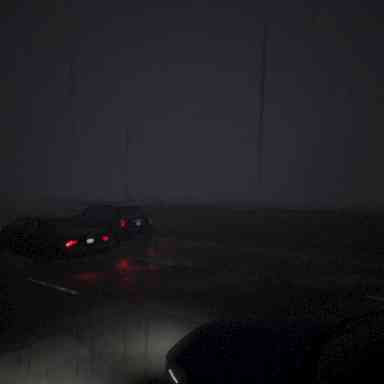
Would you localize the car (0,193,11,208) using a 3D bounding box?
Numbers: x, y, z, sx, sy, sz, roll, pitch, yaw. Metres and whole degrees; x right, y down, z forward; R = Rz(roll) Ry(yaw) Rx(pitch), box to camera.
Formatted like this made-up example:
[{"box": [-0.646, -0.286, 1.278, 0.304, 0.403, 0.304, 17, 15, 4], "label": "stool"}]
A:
[{"box": [-23.796, 1.013, 39.759, 1.905, 1.878, 3.866, 0, 0, 35], "label": "car"}]

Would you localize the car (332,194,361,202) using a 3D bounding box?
[{"box": [27.277, 1.131, 58.953, 4.605, 1.855, 1.932, 0, 0, 35], "label": "car"}]

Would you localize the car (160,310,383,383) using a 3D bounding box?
[{"box": [1.857, 1.526, 2.155, 4.674, 1.442, 1.812, 0, 0, 35], "label": "car"}]

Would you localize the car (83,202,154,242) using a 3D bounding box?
[{"box": [-3.922, 1.295, 14.838, 4.553, 1.767, 2.097, 0, 0, 35], "label": "car"}]

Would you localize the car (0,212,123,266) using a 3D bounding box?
[{"box": [-5.077, 1.496, 11.365, 5.357, 1.411, 2.033, 0, 0, 35], "label": "car"}]
